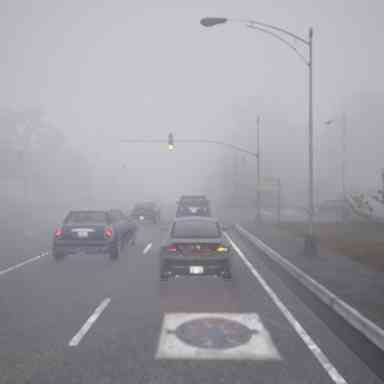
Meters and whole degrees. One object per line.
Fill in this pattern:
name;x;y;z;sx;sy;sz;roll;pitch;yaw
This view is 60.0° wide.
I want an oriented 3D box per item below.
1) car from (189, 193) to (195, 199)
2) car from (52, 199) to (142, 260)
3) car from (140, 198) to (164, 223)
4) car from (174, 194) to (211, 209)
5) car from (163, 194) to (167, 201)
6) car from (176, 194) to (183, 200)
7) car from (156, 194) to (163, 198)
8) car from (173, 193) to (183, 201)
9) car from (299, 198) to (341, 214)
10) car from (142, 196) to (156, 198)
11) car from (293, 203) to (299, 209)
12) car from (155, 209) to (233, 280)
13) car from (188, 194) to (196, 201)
car;0.000;1.196;92.145;1.882;1.535;5.008;0;0;0
car;-3.400;1.329;12.495;2.097;1.767;4.553;0;0;0
car;-3.400;1.462;24.969;1.837;1.490;4.892;0;1;0
car;0.096;1.182;22.153;2.150;2.045;5.566;0;0;0
car;-7.000;1.351;71.006;1.882;1.535;5.008;0;0;0
car;-3.500;1.310;94.005;1.882;1.535;5.008;0;0;0
car;-7.036;1.438;61.228;2.033;1.411;5.357;0;0;1
car;-3.500;1.206;83.942;2.097;1.767;4.553;0;0;0
car;14.052;1.443;34.474;4.892;1.490;1.837;0;0;3
car;-7.085;1.434;51.501;1.812;1.442;4.674;0;0;0
car;14.454;1.480;37.958;5.357;1.411;2.033;0;0;3
car;0.100;1.487;9.890;1.837;1.490;4.892;0;0;0
car;0.000;1.325;81.727;1.882;1.535;5.008;0;0;0
